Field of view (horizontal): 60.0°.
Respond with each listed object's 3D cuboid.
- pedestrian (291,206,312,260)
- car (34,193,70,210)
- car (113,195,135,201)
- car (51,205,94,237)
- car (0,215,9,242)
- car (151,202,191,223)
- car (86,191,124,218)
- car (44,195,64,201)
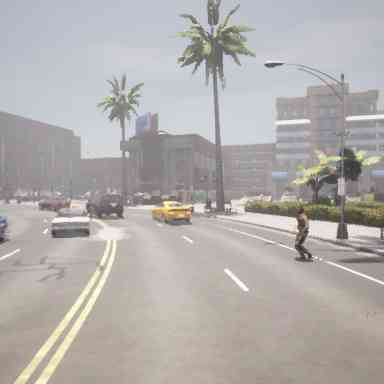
[{"bbox_3d":[3.586,1.294,10.852,0.375,1.860,0.375,0,0,-9],"label":"pedestrian"},{"bbox_3d":[-16.652,1.352,40.168,4.553,1.767,2.097,0,0,40],"label":"car"},{"bbox_3d":[-16.188,1.420,78.745,4.674,1.452,2.002,0,0,18],"label":"car"},{"bbox_3d":[-6.597,1.601,18.380,1.895,1.301,4.718,0,0,-18],"label":"car"},{"bbox_3d":[-8.899,1.477,13.318,1.882,1.535,5.008,0,0,-14],"label":"car"},{"bbox_3d":[-1.701,1.477,25.503,1.882,1.535,5.008,0,0,-22],"label":"car"},{"bbox_3d":[-7.983,1.224,30.119,2.150,2.045,5.566,0,0,-32],"label":"car"},{"bbox_3d":[-33.346,1.405,80.228,4.193,1.474,1.816,0,0,18],"label":"car"}]
